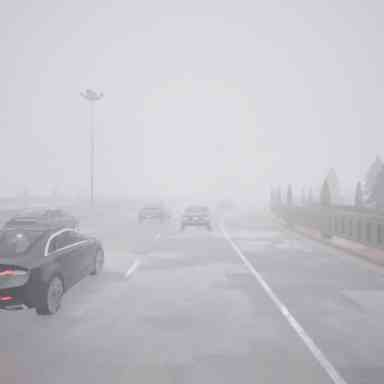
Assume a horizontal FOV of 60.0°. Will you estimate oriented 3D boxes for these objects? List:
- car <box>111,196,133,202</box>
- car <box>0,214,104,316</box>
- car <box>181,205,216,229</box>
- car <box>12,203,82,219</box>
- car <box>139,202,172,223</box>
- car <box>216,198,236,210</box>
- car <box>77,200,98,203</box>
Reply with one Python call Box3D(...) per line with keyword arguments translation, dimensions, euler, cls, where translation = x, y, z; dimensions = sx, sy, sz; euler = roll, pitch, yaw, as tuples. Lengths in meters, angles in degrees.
Box3D(translation=(-12.248, 1.505, 58.607), dimensions=(1.882, 1.535, 5.008), euler=(0, 0, 23), cls="car")
Box3D(translation=(-3.399, 1.492, 7.477), dimensions=(2.128, 1.511, 4.902), euler=(0, 0, 0), cls="car")
Box3D(translation=(0.347, 1.548, 21.423), dimensions=(2.033, 1.411, 5.357), euler=(0, 0, 4), cls="car")
Box3D(translation=(-6.856, 1.505, 15.695), dimensions=(1.837, 1.490, 4.892), euler=(0, 0, 1), cls="car")
Box3D(translation=(-2.758, 1.492, 25.601), dimensions=(2.128, 1.511, 4.902), euler=(0, 0, 6), cls="car")
Box3D(translation=(4.286, 1.526, 42.256), dimensions=(1.812, 1.442, 4.674), euler=(0, 0, 17), cls="car")
Box3D(translation=(-11.729, 1.548, 37.043), dimensions=(2.033, 1.411, 5.357), euler=(0, 0, 12), cls="car")
